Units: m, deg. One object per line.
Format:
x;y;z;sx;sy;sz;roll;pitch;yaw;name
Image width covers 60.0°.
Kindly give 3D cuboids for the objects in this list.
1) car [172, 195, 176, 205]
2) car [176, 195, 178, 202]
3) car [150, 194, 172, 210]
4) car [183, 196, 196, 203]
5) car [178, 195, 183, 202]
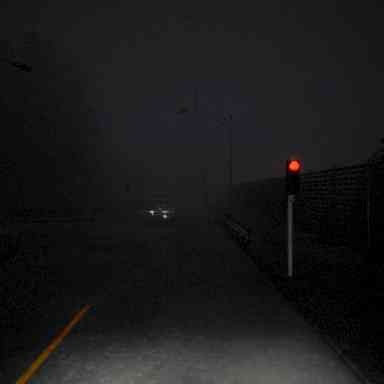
-4.221;1.352;53.763;2.097;1.767;4.553;0;0;0;car
-4.193;1.525;63.957;1.812;1.442;4.674;0;0;0;car
-4.209;1.221;43.912;2.150;2.045;5.566;0;0;0;car
-0.280;1.526;67.646;1.812;1.442;4.674;0;0;-5;car
-3.905;1.500;77.012;4.892;1.490;1.837;0;0;40;car
